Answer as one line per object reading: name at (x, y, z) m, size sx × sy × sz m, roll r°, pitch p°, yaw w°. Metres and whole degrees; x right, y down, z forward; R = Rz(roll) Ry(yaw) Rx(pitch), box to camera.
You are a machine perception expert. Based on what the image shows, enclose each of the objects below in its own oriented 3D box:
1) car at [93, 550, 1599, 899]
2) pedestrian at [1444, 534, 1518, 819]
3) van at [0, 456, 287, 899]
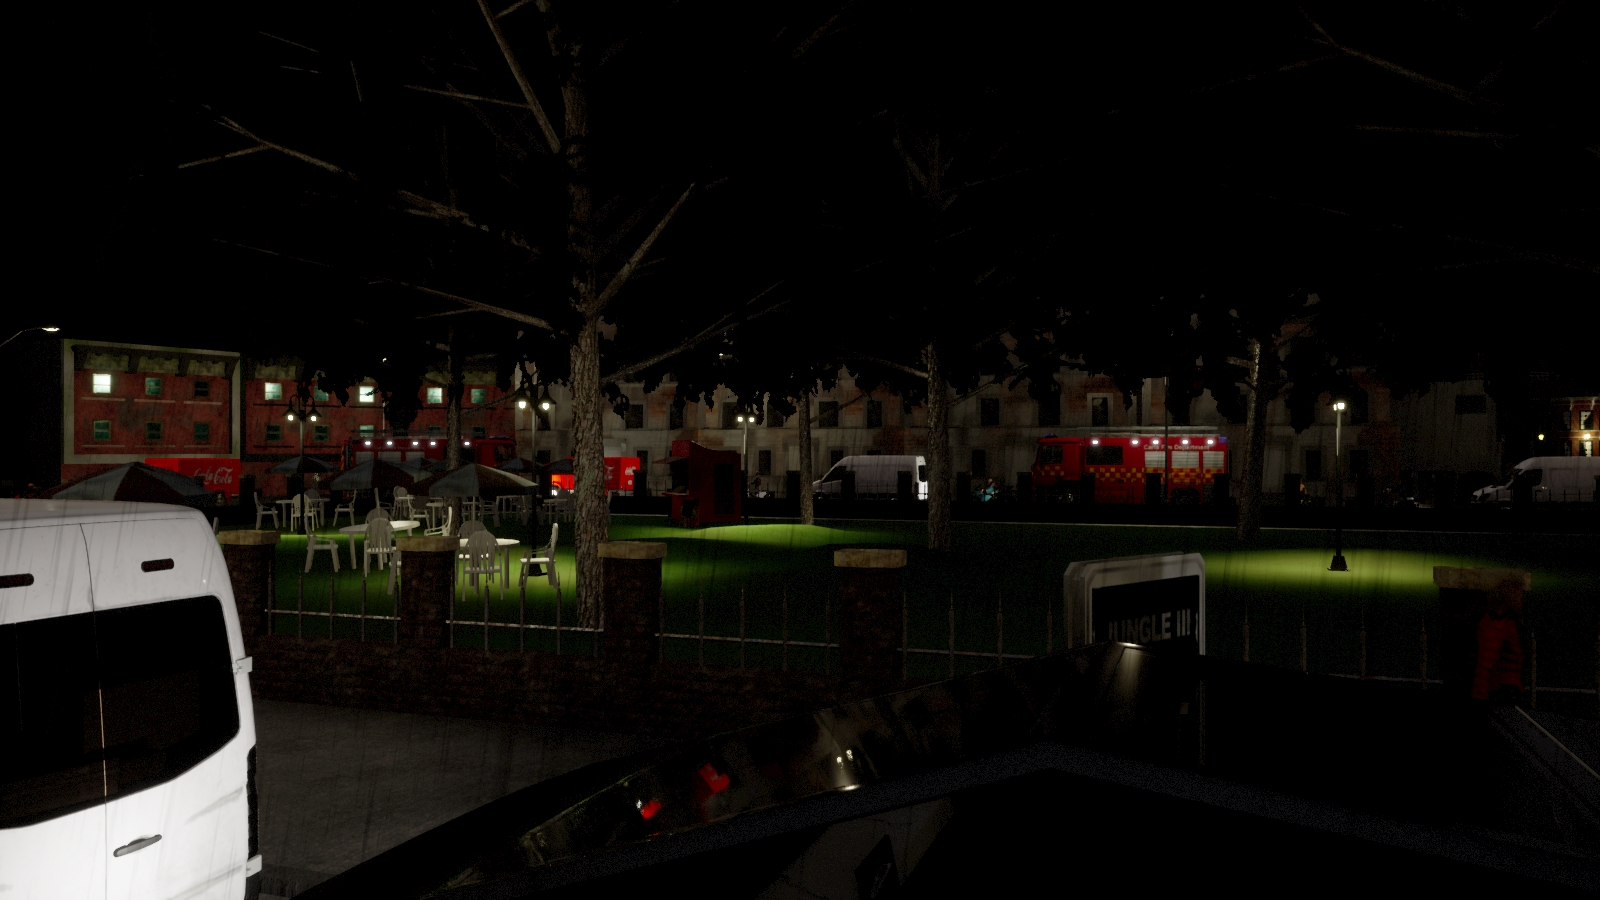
car at (1.308, 1.534, 3.365) m, size 6.274 × 2.098 × 2.390 m, roll 0°, pitch 0°, yaw 20°
pedestrian at (4.662, 1.524, 7.836) m, size 0.375 × 1.860 × 0.375 m, roll 0°, pitch 0°, yaw 20°
van at (-5.749, 1.318, 5.932) m, size 5.915 × 2.561 × 1.988 m, roll 0°, pitch 0°, yaw 20°
